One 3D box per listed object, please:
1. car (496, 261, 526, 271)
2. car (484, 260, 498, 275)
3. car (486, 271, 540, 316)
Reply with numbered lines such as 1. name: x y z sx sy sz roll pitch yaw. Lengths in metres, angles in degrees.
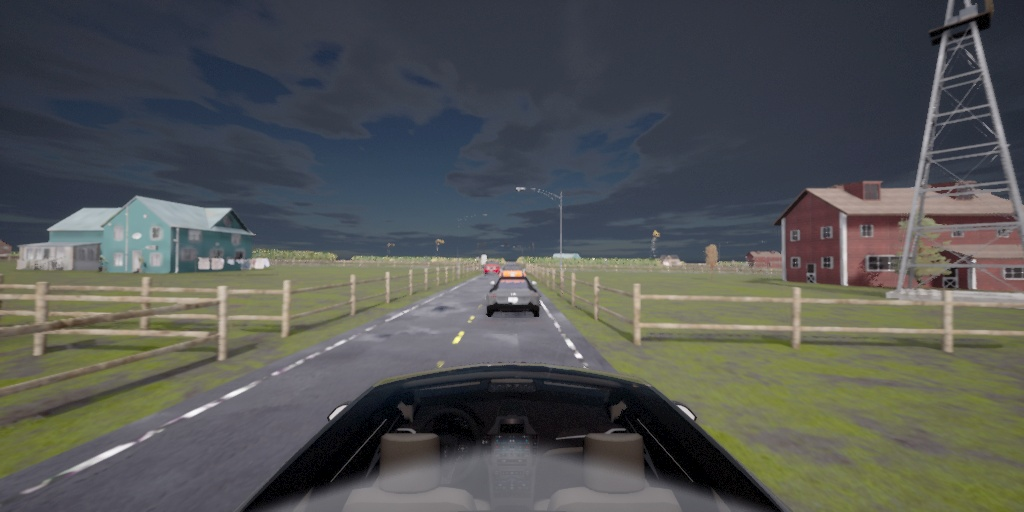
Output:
1. car: 0.058 1.473 29.041 2.097 1.767 4.553 0 -1 1
2. car: -2.818 1.657 51.594 2.150 2.045 5.566 0 -1 0
3. car: 0.055 1.485 14.288 1.994 1.385 4.181 0 -1 0
